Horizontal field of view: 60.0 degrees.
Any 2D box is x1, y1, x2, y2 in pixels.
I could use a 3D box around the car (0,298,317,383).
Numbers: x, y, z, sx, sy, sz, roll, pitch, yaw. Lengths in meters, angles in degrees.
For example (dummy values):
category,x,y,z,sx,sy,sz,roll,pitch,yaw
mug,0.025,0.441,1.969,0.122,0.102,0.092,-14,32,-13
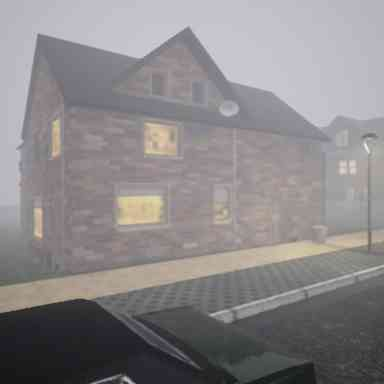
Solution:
category,x,y,z,sx,sy,sz,roll,pitch,yaw
car,-1.383,1.601,2.078,4.718,1.301,1.895,-1,0,-35
